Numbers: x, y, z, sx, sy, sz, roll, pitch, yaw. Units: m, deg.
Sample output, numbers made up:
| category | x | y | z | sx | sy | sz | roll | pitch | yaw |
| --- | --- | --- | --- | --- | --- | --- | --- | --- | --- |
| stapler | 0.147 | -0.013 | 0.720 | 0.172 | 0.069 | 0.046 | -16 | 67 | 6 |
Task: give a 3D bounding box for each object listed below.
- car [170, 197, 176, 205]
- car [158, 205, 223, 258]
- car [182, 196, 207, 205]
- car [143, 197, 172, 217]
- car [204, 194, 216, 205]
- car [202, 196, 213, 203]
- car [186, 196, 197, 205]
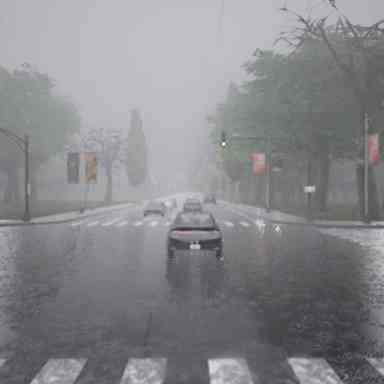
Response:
| category | x | y | z | sx | sy | sz | roll | pitch | yaw |
| --- | --- | --- | --- | --- | --- | --- | --- | --- | --- |
| car | -3.332 | 1.509 | 40.635 | 1.812 | 1.442 | 4.674 | 0 | 0 | 0 |
| car | 0.094 | 1.467 | 12.662 | 2.128 | 1.511 | 4.902 | 0 | 0 | 0 |
| car | 0.079 | 1.463 | 33.517 | 2.128 | 1.511 | 4.902 | 0 | 0 | 0 |
| car | -3.365 | 1.518 | 31.306 | 2.033 | 1.411 | 5.357 | 0 | 0 | 0 |
| car | 3.212 | 1.305 | 60.165 | 2.150 | 2.045 | 5.566 | 0 | 0 | 0 |
| car | 3.204 | 1.561 | 70.553 | 2.033 | 1.411 | 5.357 | 0 | 0 | 0 |
| car | -0.033 | 1.564 | 60.712 | 1.882 | 1.535 | 5.008 | 0 | 0 | 0 |
